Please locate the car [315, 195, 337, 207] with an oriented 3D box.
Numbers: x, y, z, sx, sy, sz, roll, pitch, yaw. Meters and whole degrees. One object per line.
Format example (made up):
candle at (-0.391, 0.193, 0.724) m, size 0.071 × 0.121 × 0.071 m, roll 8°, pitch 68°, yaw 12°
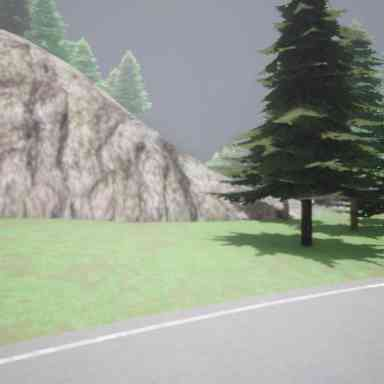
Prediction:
car at (18.271, 1.185, 44.562) m, size 1.812 × 1.442 × 4.674 m, roll 0°, pitch 0°, yaw -10°
